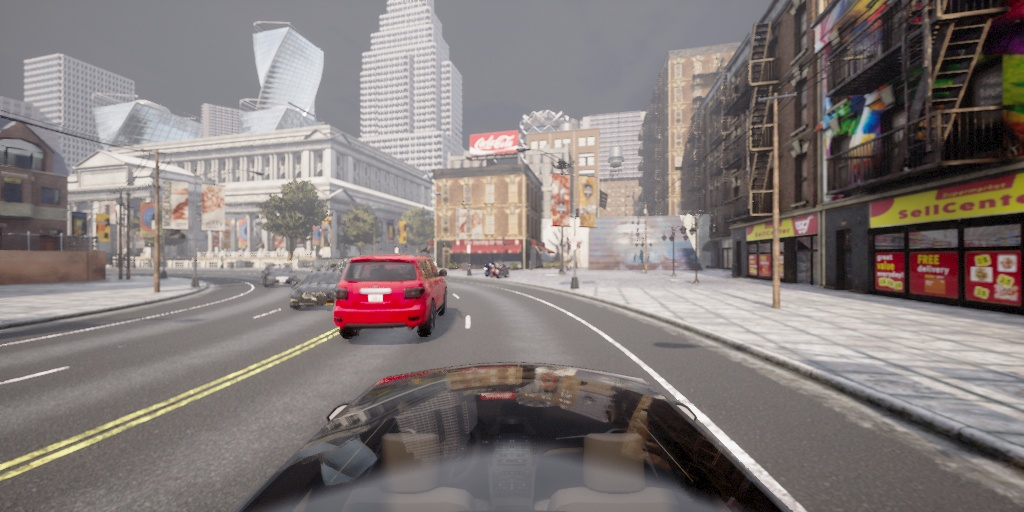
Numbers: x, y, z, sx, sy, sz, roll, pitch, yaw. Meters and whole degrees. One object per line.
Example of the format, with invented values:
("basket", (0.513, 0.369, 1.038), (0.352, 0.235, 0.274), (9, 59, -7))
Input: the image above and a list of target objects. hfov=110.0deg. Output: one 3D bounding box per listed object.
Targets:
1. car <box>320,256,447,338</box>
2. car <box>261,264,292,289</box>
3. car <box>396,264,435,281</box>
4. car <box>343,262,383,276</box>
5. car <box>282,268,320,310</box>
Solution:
("car", (-3.212, 1.004, 10.506), (2.150, 2.045, 5.566), (0, 0, -5))
("car", (-16.039, 1.341, 24.727), (2.128, 1.511, 4.902), (0, 0, -37))
("car", (-8.778, 1.417, 32.518), (1.994, 1.385, 4.181), (0, 0, -37))
("car", (-17.102, 1.443, 41.053), (5.357, 1.411, 2.033), (0, 0, 39))
("car", (-7.775, 1.309, 15.218), (1.837, 1.490, 4.892), (1, 0, -16))
